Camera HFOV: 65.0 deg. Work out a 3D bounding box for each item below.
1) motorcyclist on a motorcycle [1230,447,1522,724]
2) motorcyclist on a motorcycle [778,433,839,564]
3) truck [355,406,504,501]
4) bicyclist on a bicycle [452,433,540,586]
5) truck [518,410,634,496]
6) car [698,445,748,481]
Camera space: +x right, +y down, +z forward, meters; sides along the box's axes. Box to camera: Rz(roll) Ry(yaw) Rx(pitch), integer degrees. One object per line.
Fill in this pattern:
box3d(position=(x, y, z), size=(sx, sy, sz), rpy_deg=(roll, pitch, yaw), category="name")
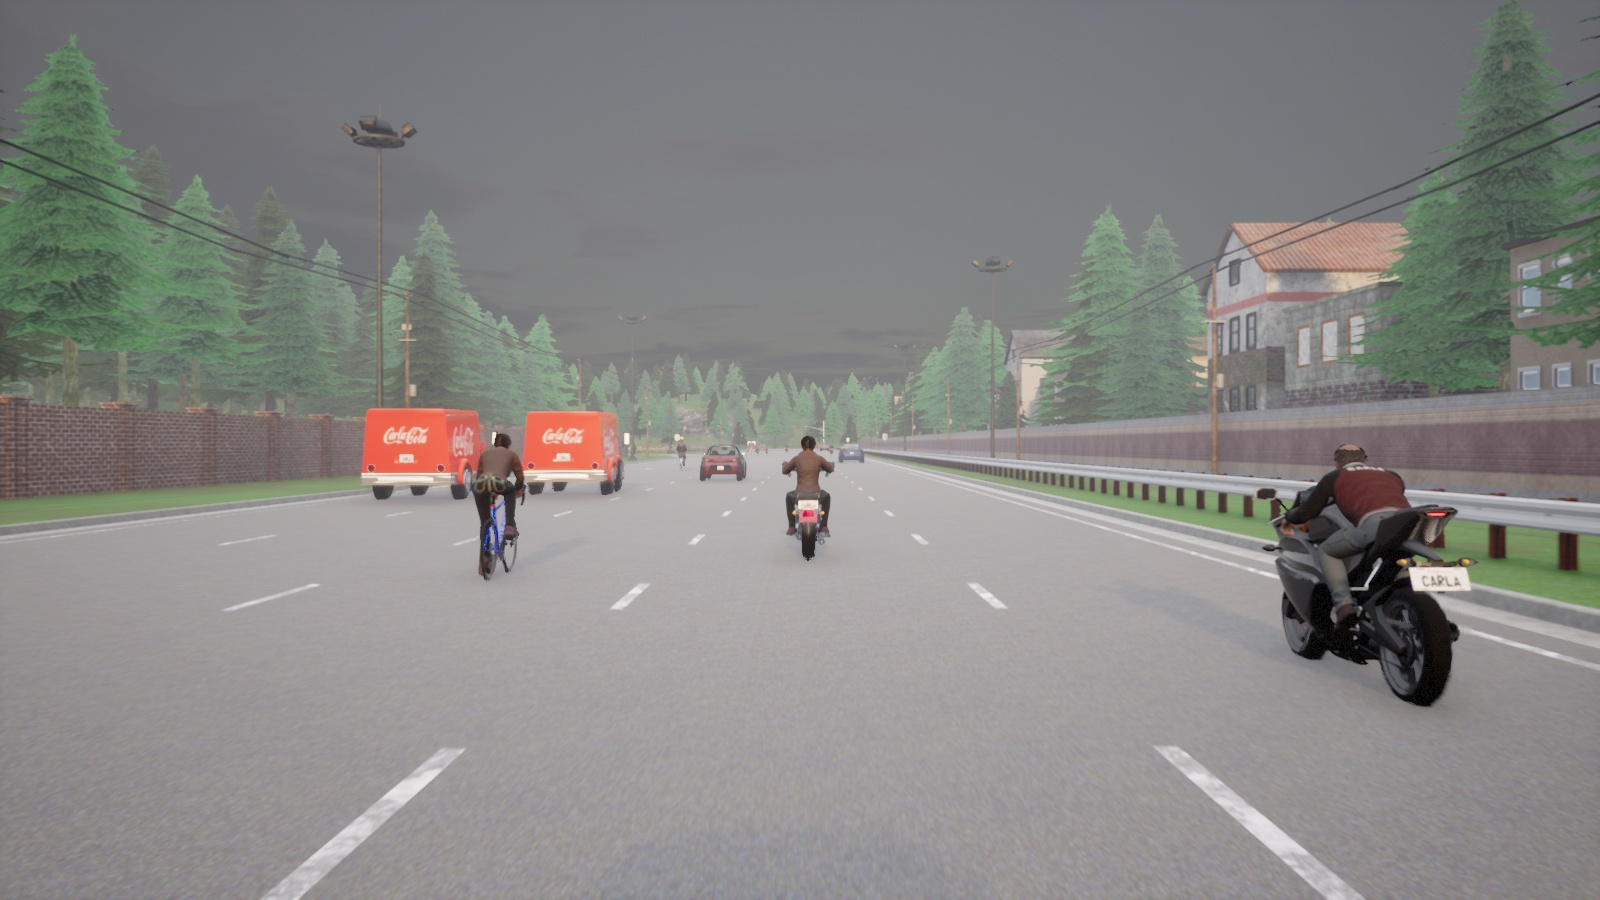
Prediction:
box3d(position=(3.561, 0.747, 8.042), size=(0.866, 1.530, 2.191), rpy_deg=(0, 0, 0), category="motorcyclist on a motorcycle")
box3d(position=(0.113, 0.617, 17.092), size=(0.766, 1.649, 2.350), rpy_deg=(0, 0, 0), category="motorcyclist on a motorcycle")
box3d(position=(-10.284, 0.086, 35.363), size=(2.627, 2.467, 5.204), rpy_deg=(0, 0, 0), category="truck")
box3d(position=(-3.396, 0.630, 14.164), size=(0.582, 1.620, 1.656), rpy_deg=(0, 0, 0), category="bicyclist on a bicycle")
box3d(position=(-6.764, 0.073, 38.648), size=(2.627, 2.467, 5.204), rpy_deg=(0, 0, 0), category="truck")
box3d(position=(-3.186, 0.512, 52.514), size=(1.816, 1.474, 4.193), rpy_deg=(0, 0, 0), category="car")
